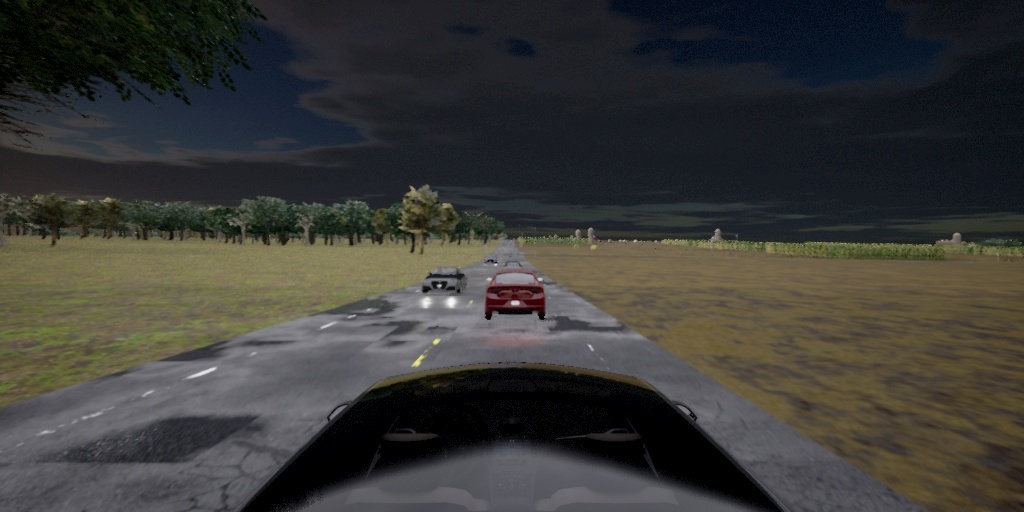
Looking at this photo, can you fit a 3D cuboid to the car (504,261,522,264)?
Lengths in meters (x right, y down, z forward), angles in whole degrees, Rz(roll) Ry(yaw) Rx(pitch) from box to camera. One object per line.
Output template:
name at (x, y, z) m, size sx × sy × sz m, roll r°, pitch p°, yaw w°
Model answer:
car at (0.086, 1.182, 33.656) m, size 1.994 × 1.385 × 4.181 m, roll 0°, pitch 1°, yaw 0°

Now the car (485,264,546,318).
car at (0.096, 1.208, 12.839) m, size 1.882 × 1.535 × 5.008 m, roll 0°, pitch 0°, yaw 0°

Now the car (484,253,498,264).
car at (-3.568, 0.443, 60.847) m, size 2.097 × 1.767 × 4.553 m, roll 0°, pitch 2°, yaw 1°

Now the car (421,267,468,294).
car at (-3.606, 1.277, 19.775) m, size 1.994 × 1.385 × 4.181 m, roll 0°, pitch 0°, yaw 0°
